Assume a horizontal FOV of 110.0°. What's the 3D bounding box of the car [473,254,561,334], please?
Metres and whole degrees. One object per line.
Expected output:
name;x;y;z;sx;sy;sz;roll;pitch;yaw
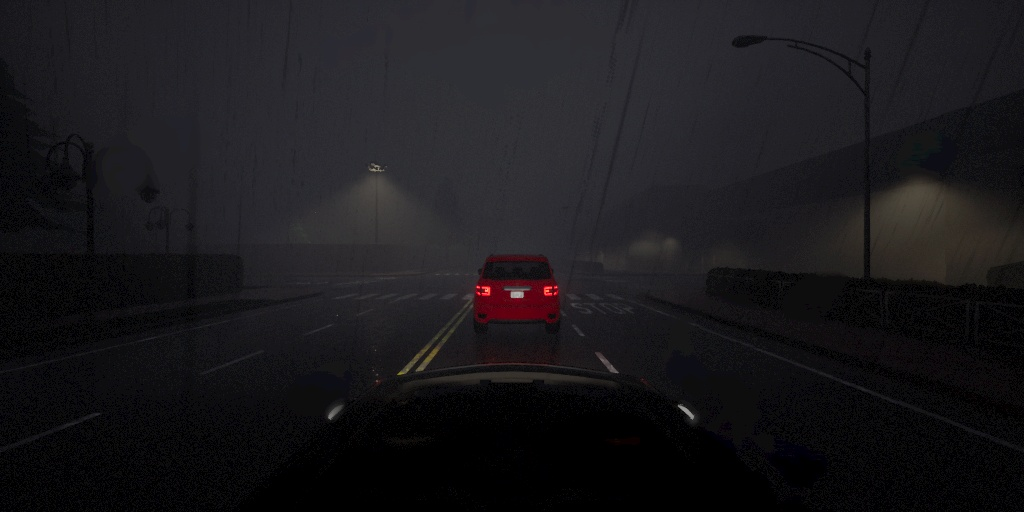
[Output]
car;0.124;0.971;10.800;2.150;2.045;5.566;0;0;0

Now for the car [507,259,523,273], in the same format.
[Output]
car;0.368;1.228;45.650;1.882;1.535;5.008;0;0;1
